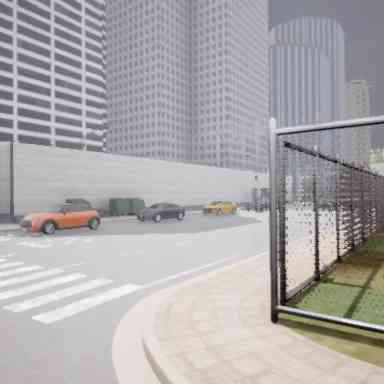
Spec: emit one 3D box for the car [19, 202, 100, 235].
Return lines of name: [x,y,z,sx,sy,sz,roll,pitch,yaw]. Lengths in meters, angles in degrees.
car: [-7.814,1.483,19.922,2.097,1.767,4.553,-1,0,35]

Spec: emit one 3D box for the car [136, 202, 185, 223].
car: [-2.504,1.648,27.449,1.837,1.490,4.892,-1,0,35]

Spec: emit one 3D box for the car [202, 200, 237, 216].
car: [2.954,1.634,35.179,1.882,1.535,5.008,-1,0,35]

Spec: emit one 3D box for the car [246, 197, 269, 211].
car: [8.781,1.521,43.410,2.097,1.767,4.553,-1,0,35]
